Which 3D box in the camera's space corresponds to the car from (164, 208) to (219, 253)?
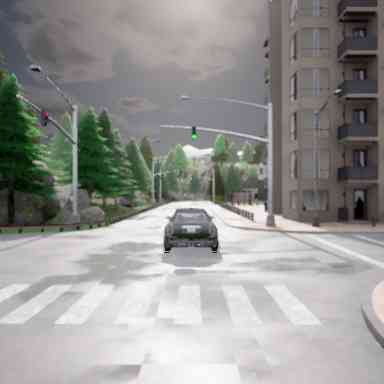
[{"bbox_3d":[-0.064,1.458,14.453,2.097,1.767,4.553,0,0,-1],"label":"car"}]
